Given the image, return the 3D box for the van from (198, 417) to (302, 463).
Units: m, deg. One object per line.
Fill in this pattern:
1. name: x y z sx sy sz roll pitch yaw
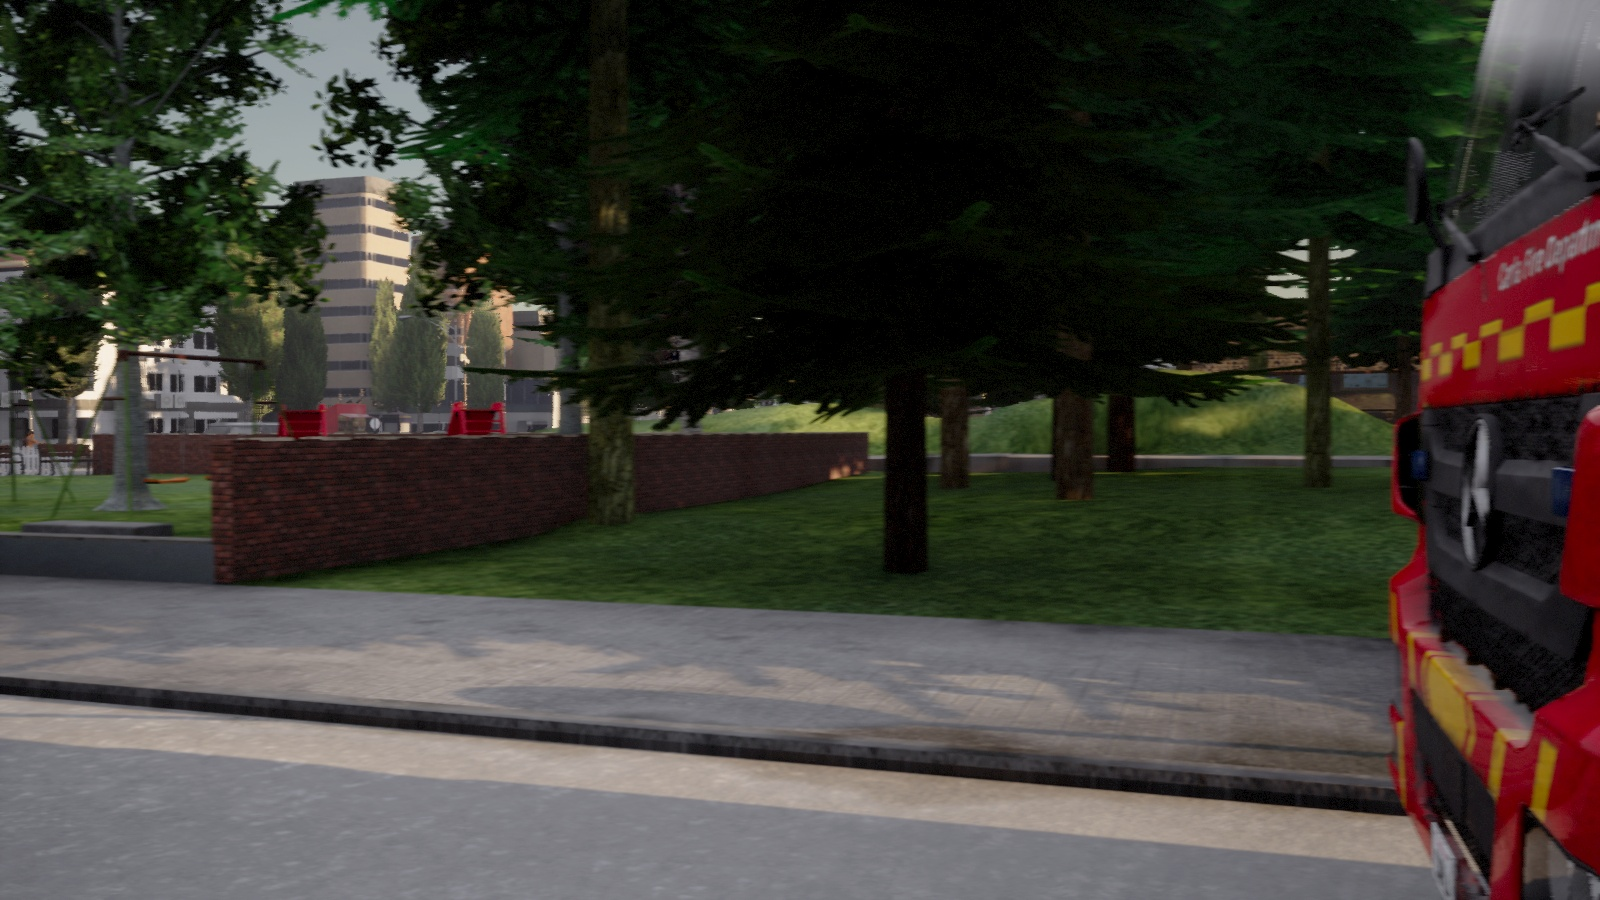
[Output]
1. van: -24.917 -0.466 57.054 1.775 1.987 4.442 1 1 19

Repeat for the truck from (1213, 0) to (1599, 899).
1. truck: 5.128 -0.347 1.978 8.468 3.827 2.891 1 1 19

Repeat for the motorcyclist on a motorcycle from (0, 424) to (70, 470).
1. motorcyclist on a motorcycle: -28.440 -0.115 46.662 0.766 1.649 2.350 1 1 19
